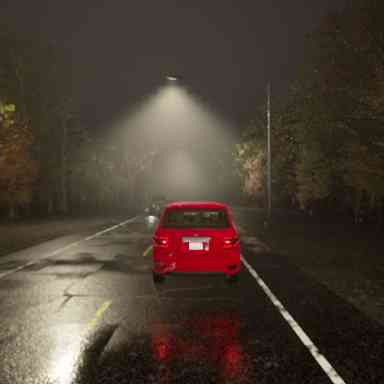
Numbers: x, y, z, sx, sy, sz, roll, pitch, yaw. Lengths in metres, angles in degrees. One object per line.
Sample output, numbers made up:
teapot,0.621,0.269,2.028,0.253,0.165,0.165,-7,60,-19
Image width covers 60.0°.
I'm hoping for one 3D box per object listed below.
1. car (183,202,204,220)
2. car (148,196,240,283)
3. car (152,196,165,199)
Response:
car,0.105,1.710,31.435,1.812,1.442,4.674,0,0,0
car,0.098,1.283,9.991,2.150,2.045,5.566,0,0,0
car,-3.587,1.440,37.442,2.150,2.045,5.566,0,0,0
